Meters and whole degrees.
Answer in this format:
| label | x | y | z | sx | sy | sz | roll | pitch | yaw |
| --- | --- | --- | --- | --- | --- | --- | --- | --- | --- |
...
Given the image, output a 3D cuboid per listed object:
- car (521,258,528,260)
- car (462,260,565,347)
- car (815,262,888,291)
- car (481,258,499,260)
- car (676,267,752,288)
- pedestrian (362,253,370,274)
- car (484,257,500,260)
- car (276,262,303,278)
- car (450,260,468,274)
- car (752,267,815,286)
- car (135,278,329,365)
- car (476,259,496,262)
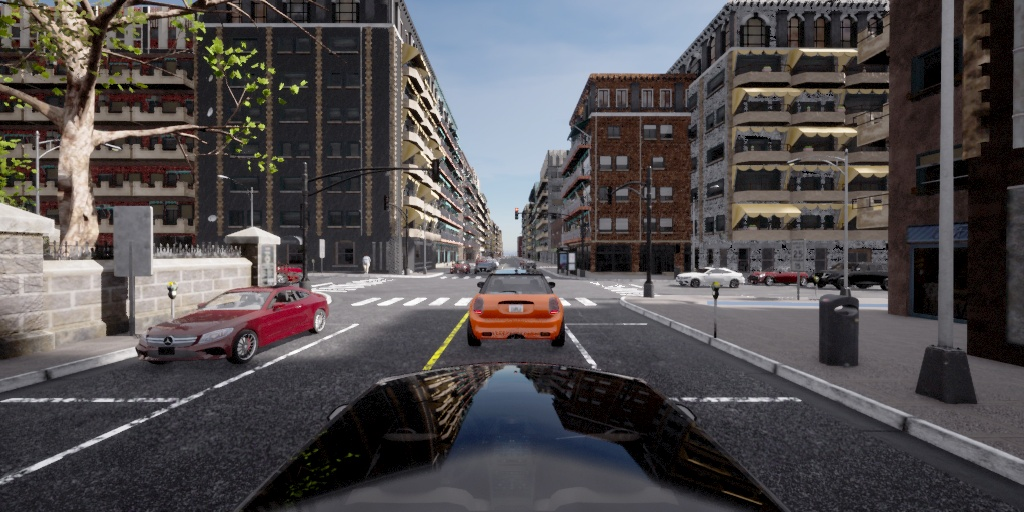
| label | x | y | z | sx | sy | sz | roll | pitch | yaw |
| --- | --- | --- | --- | --- | --- | --- | --- | --- | --- |
| car | 2.602 | 1.298 | 51.706 | 2.007 | 1.370 | 4.403 | 0 | 0 | 0 |
| car | 0.113 | 1.101 | 9.522 | 2.097 | 1.767 | 4.553 | 0 | 0 | 1 |
| car | 25.205 | 1.435 | 26.393 | 5.566 | 2.045 | 2.150 | 1 | 0 | -1 |
| car | -3.174 | 1.312 | 49.992 | 1.994 | 1.385 | 4.181 | 0 | 0 | 0 |
| car | 14.472 | 1.549 | 26.249 | 4.674 | 1.442 | 1.812 | 1 | 0 | -2 |
| pedestrian | -12.765 | 0.651 | 31.400 | 0.375 | 1.860 | 0.375 | 0 | -1 | -1 |
| car | -3.179 | 1.274 | 59.727 | 1.812 | 1.442 | 4.674 | 0 | 0 | 0 |
| car | -15.513 | 0.987 | 22.547 | 5.008 | 1.535 | 1.882 | 1 | 0 | 1 |
| car | -5.758 | 1.187 | 40.420 | 1.967 | 1.591 | 4.097 | 0 | 0 | 0 |
| car | 21.332 | 1.570 | 28.904 | 4.097 | 1.591 | 1.967 | 0 | 0 | -1 |
| car | -5.700 | 1.331 | 8.009 | 1.802 | 1.307 | 4.207 | 0 | 0 | 0 |
| car | -3.162 | 1.312 | 41.018 | 1.994 | 1.385 | 4.181 | 0 | 0 | 0 |
